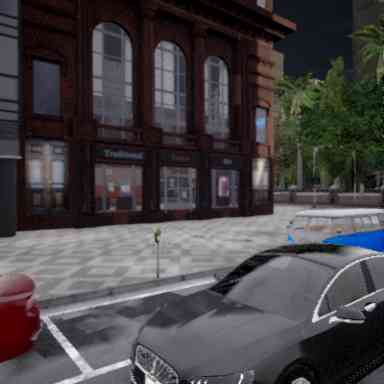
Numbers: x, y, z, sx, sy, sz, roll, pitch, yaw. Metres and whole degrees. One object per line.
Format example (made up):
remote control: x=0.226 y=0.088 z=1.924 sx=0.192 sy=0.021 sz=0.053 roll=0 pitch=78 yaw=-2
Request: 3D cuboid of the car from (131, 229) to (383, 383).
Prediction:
car: x=1.561 y=1.538 z=4.538 sx=4.892 sy=1.490 sz=1.837 roll=0 pitch=-1 yaw=-37

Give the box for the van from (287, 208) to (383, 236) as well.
van: x=4.580 y=1.406 z=10.124 sx=3.998 sy=1.788 sz=1.690 roll=0 pitch=-1 yaw=-37

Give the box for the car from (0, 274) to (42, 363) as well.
car: x=-4.114 y=1.595 z=3.629 sx=4.507 sy=1.381 sz=1.887 roll=0 pitch=-1 yaw=-37
